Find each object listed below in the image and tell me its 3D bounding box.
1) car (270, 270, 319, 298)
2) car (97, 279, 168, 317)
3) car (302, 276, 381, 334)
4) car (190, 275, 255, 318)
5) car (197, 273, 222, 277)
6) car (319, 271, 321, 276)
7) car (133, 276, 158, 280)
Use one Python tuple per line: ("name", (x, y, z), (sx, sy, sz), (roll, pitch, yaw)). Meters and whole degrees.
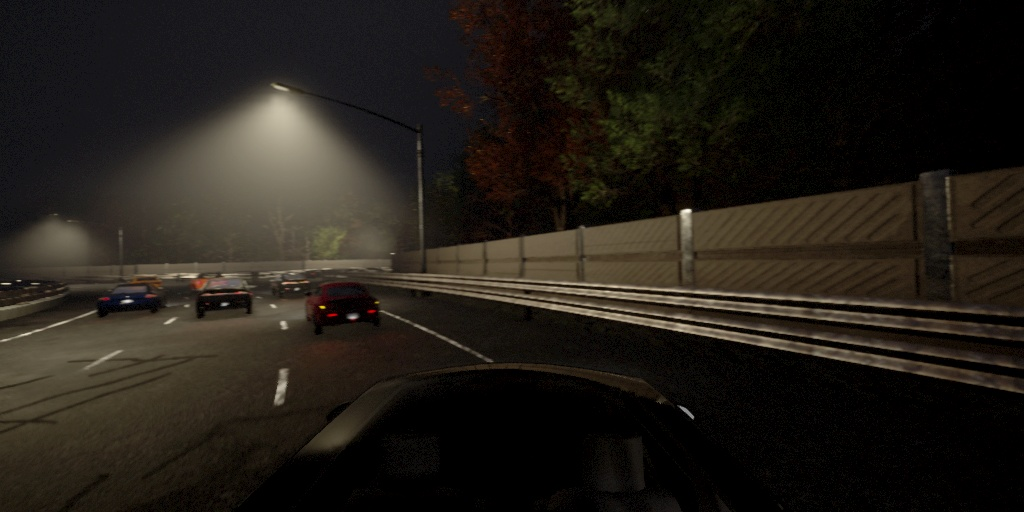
("car", (-15.216, 1.967, 24.578), (2.128, 1.511, 4.902), (-1, -1, -41))
("car", (-18.333, 2.042, 17.460), (1.994, 1.385, 4.181), (-1, -1, -39))
("car", (-5.723, 1.569, 11.988), (1.812, 1.442, 4.674), (-1, -1, -33))
("car", (-12.946, 1.798, 16.266), (2.128, 1.511, 4.902), (-1, -1, -37))
("car", (-25.412, 2.192, 30.060), (4.553, 1.767, 2.097), (-2, -1, 44))
("car", (-31.079, 2.890, 55.962), (1.994, 1.385, 4.181), (-2, -1, -7))
("car", (-31.573, 2.506, 30.880), (5.008, 1.535, 1.882), (-2, -1, 41))
